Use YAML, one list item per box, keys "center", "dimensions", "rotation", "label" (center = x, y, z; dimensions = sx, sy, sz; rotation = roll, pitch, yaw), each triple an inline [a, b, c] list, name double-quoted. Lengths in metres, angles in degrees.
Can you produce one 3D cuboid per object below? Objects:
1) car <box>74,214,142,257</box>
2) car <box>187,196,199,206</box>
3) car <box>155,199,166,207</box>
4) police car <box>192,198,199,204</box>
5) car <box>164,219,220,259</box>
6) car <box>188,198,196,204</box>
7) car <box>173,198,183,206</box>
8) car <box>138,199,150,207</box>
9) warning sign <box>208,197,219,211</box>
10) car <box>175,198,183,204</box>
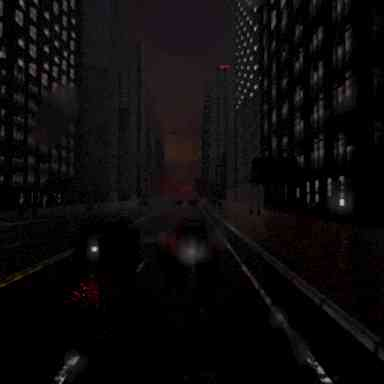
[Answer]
- center: [-3.223, 1.652, 13.503]
  dimensions: [1.837, 1.490, 4.892]
  rotation: [0, 0, 1]
  label: "car"
- center: [0.024, 2.260, 73.919]
  dimensions: [1.882, 1.535, 5.008]
  rotation: [0, -1, 0]
  label: "car"
- center: [-6.481, 2.247, 67.742]
  dimensions: [1.812, 1.442, 4.674]
  rotation: [0, -1, 0]
  label: "car"
- center: [1.005, 2.434, 94.631]
  dimensions: [1.930, 1.638, 5.238]
  rotation: [0, -1, 0]
  label: "police car"
- center: [0.024, 1.743, 13.271]
  dimensions: [1.895, 1.301, 4.718]
  rotation: [0, -1, 0]
  label: "car"
- center: [0.027, 2.287, 84.343]
  dimensions: [1.837, 1.490, 4.892]
  rotation: [0, -1, 0]
  label: "car"
- center: [-3.226, 2.327, 74.336]
  dimensions: [2.033, 1.411, 5.357]
  rotation: [0, -1, 0]
  label: "car"
- center: [-9.730, 2.246, 67.732]
  dimensions: [1.812, 1.442, 4.674]
  rotation: [0, -1, 0]
  label: "car"
- center: [2.849, 1.590, 44.538]
  dimensions: [1.300, 1.860, 1.060]
  rotation: [-1, -2, 0]
  label: "warning sign"
- center: [-3.223, 2.302, 84.761]
  dimensions: [1.837, 1.490, 4.892]
  rotation: [0, -1, 0]
  label: "car"
